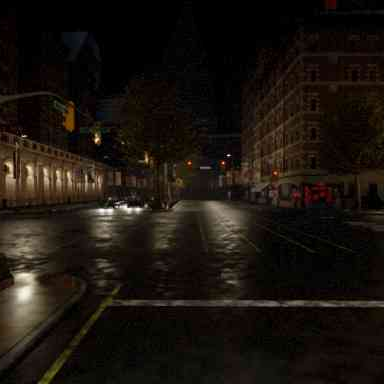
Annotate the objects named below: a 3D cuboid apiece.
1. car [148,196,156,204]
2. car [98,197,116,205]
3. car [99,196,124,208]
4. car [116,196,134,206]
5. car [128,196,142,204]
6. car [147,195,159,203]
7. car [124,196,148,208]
[{"bbox_3d":[-7.964,1.505,57.805,1.837,1.490,4.892,0,0,0],"label":"car"},{"bbox_3d":[-14.714,1.595,57.804,1.895,1.301,4.718,0,0,0],"label":"car"},{"bbox_3d":[-11.491,1.491,47.250,2.128,1.511,4.902,0,0,0],"label":"car"},{"bbox_3d":[-11.465,1.491,57.242,2.128,1.511,4.902,0,0,0],"label":"car"},{"bbox_3d":[-11.458,1.491,67.318,2.128,1.511,4.902,0,0,0],"label":"car"},{"bbox_3d":[-7.958,1.477,68.146,1.882,1.535,5.008,0,0,0],"label":"car"},{"bbox_3d":[-7.990,1.564,47.620,1.994,1.385,4.181,0,0,1],"label":"car"}]
